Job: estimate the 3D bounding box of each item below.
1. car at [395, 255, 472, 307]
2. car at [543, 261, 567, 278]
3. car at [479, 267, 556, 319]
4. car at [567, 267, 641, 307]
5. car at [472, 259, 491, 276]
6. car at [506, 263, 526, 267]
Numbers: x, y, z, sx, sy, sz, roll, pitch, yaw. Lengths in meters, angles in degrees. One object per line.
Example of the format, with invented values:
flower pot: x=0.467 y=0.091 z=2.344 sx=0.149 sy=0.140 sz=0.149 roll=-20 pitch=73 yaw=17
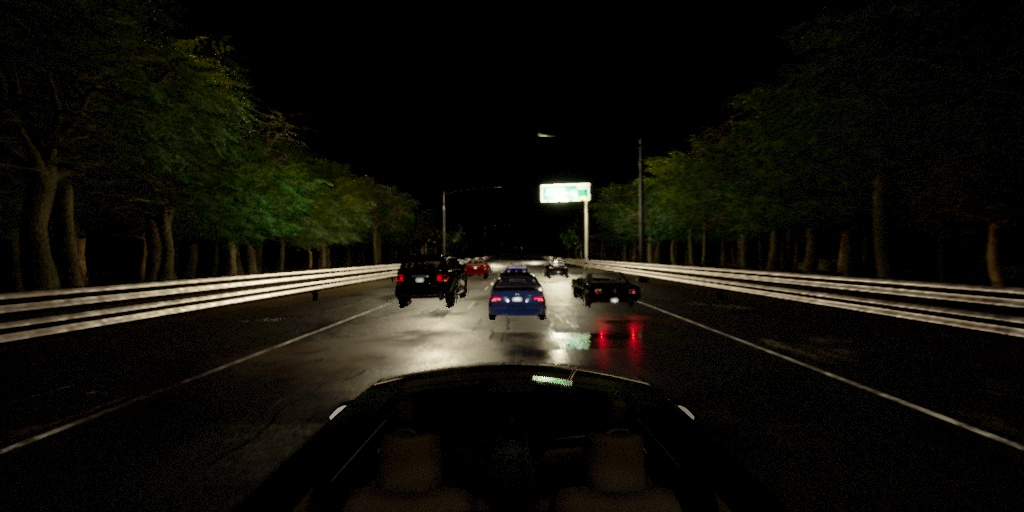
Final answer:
car: x=-3.279 y=0.960 z=15.571 sx=2.150 sy=2.045 sz=5.566 roll=0 pitch=0 yaw=1
car: x=3.944 y=1.153 z=32.587 sx=2.128 sy=1.511 sz=4.902 roll=0 pitch=0 yaw=1
car: x=0.183 y=1.273 z=12.658 sx=2.033 sy=1.411 sz=5.357 roll=0 pitch=0 yaw=1
car: x=3.715 y=1.301 z=15.086 sx=1.895 sy=1.301 sz=4.718 roll=0 pitch=0 yaw=1
car: x=-3.059 y=1.053 z=32.423 sx=2.097 sy=1.767 sz=4.553 roll=0 pitch=0 yaw=1
car: x=0.417 y=1.285 z=31.193 sx=1.895 sy=1.301 sz=4.718 roll=0 pitch=0 yaw=1
